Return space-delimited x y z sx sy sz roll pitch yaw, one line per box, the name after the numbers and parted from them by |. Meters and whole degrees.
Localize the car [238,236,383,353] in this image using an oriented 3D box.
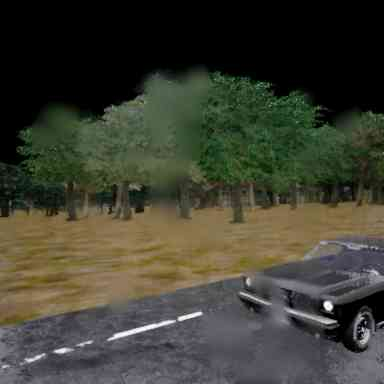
3.115 1.586 6.241 4.718 1.301 1.895 0 0 -36 | car
